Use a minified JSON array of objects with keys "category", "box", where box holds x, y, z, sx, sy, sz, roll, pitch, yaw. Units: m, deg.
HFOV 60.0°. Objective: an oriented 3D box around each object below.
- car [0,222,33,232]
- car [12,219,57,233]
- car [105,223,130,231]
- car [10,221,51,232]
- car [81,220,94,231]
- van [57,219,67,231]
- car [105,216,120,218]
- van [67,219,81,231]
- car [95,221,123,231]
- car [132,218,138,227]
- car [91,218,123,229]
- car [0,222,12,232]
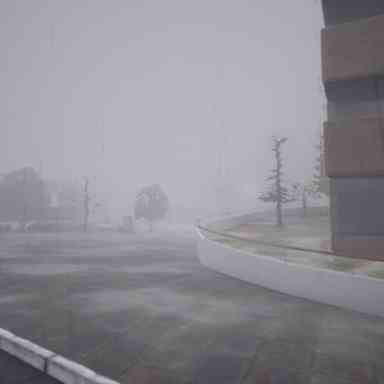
[{"category":"car","box":[-25.932,5.064,48.433,4.674,1.452,2.002,-1,-6,5]},{"category":"car","box":[-21.512,4.657,45.547,2.097,1.767,4.553,-2,-6,25]},{"category":"car","box":[-15.718,7.386,70.231,4.674,1.452,2.002,-1,-6,5]},{"category":"car","box":[-24.836,5.313,51.177,5.366,1.575,1.946,0,-6,5]},{"category":"car","box":[-20.811,6.187,59.336,4.892,1.521,2.231,-1,-6,5]},{"category":"van","box":[-23.256,5.380,53.904,4.442,1.987,1.878,-1,-6,5]},{"category":"car","box":[-22.190,8.543,92.367,2.185,1.767,4.553,-1,1,10]},{"category":"van","box":[-21.978,5.671,56.634,4.442,1.987,1.878,-1,-6,5]},{"category":"car","box":[-14.750,6.379,60.077,1.812,1.442,4.674,-2,-6,25]},{"category":"car","box":[-17.089,8.703,89.227,2.163,1.488,4.792,0,1,10]},{"category":"car","box":[-17.015,6.806,67.535,5.566,2.045,2.435,-1,-6,5]},{"category":"car","box":[-27.194,4.773,45.695,4.674,1.452,2.002,0,-6,5]}]
